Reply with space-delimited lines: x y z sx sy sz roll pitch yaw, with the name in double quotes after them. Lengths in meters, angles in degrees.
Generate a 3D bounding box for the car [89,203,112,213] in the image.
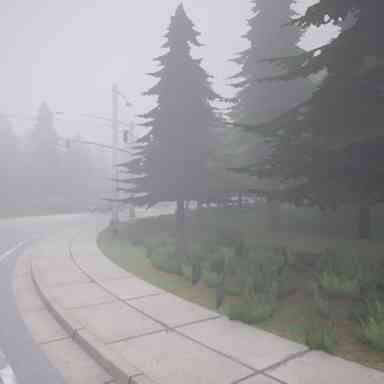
-9.179 1.486 36.486 2.128 1.511 4.902 0 0 27 "car"

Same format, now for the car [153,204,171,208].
-4.548 1.520 45.398 1.812 1.442 4.674 0 0 29 "car"
